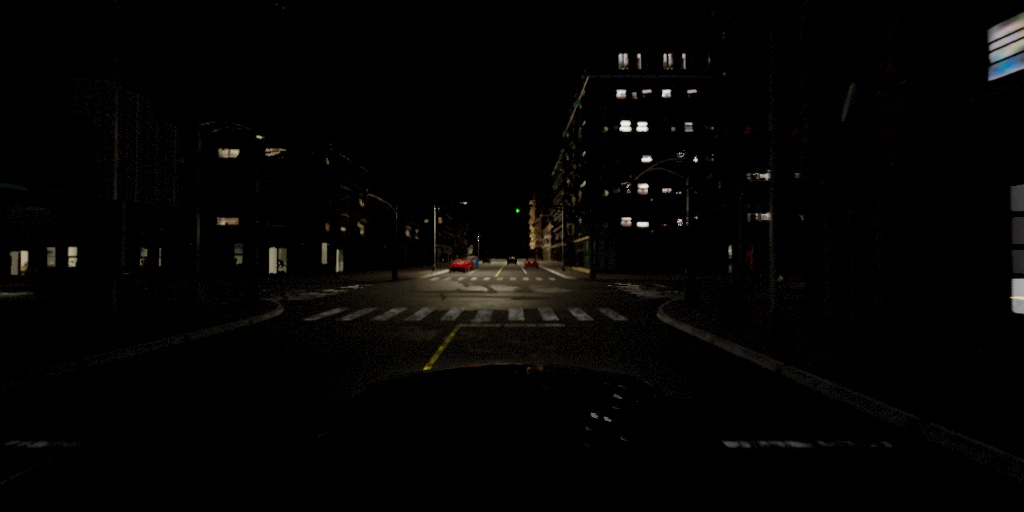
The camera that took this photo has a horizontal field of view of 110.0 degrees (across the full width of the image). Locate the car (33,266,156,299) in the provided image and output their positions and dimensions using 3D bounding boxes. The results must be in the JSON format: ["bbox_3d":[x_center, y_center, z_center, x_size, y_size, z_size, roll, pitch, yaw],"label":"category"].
[{"bbox_3d":[-19.286,1.297,16.688,4.507,1.381,1.888,0,0,1],"label":"car"}]

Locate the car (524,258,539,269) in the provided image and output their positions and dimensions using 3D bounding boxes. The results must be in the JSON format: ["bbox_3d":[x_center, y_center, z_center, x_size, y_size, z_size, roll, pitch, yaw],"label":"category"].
[{"bbox_3d":[2.715,0.967,50.816,1.967,1.591,4.097,0,0,0],"label":"car"}]

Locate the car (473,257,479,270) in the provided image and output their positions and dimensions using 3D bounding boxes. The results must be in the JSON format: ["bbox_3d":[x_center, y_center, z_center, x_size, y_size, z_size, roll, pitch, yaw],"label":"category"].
[{"bbox_3d":[-5.669,1.099,45.072,1.888,1.381,4.507,0,0,0],"label":"car"}]

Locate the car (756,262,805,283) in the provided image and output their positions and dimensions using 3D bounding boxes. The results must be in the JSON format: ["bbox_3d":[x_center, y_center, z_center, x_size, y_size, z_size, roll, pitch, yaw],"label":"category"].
[{"bbox_3d":[19.488,1.099,24.909,4.507,1.381,1.888,0,0,1],"label":"car"}]

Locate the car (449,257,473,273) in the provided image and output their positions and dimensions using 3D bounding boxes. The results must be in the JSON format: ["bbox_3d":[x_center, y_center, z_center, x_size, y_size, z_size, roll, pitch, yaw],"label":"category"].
[{"bbox_3d":[-5.748,1.125,39.390,1.888,1.381,4.507,0,0,0],"label":"car"}]
